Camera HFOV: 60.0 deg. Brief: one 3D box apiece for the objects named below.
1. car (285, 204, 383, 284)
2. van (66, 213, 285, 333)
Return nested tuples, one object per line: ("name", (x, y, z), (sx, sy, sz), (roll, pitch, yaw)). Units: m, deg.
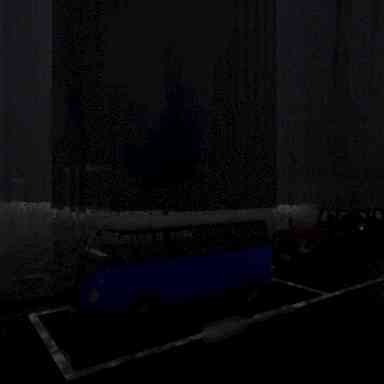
("car", (4.400, 1.315, 9.786), (5.009, 1.841, 2.192), (0, 0, -36))
("van", (-0.222, 1.341, 6.489), (3.998, 1.788, 1.690), (0, 0, -35))
